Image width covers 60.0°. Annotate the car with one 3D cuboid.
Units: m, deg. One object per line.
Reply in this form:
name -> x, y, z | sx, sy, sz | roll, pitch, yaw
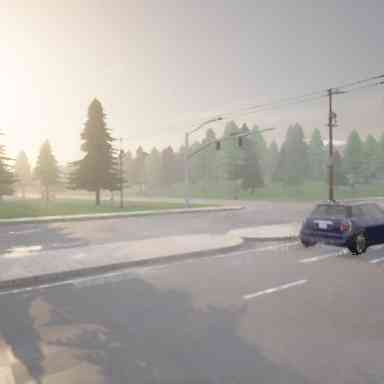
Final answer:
car -> 6.143, 1.123, 12.465 | 4.553, 1.767, 2.097 | -1, 1, -36
